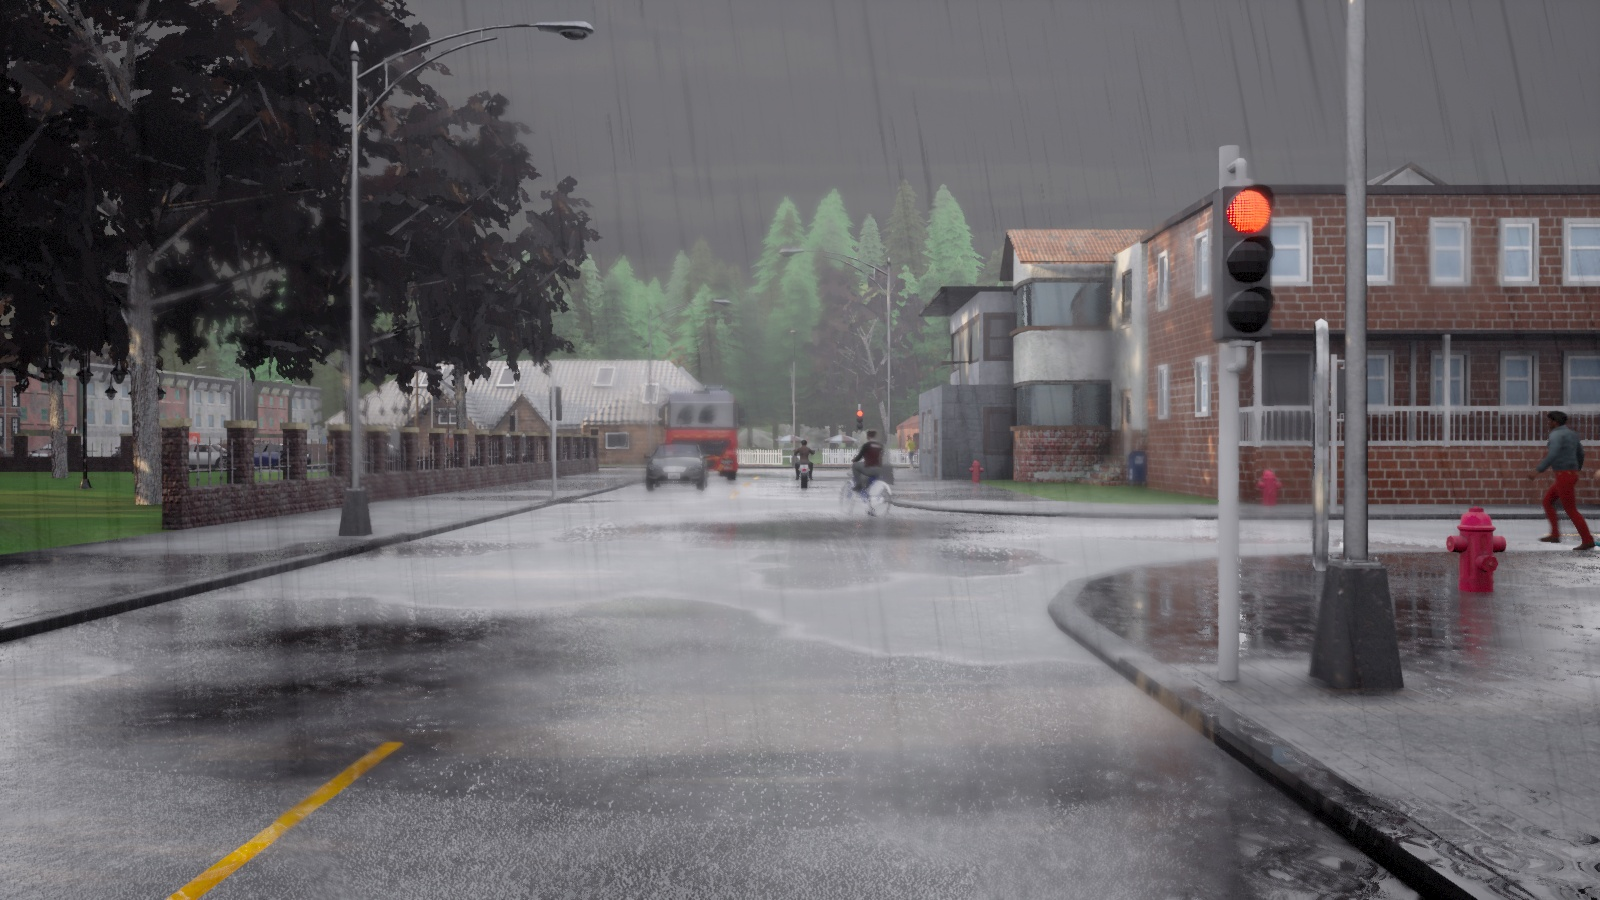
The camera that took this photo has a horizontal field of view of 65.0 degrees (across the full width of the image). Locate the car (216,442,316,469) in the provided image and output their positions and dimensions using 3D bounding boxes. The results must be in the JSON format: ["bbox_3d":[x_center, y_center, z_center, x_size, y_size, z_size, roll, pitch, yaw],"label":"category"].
[{"bbox_3d":[-30.423,0.317,71.664,4.792,1.488,2.163,0,0,0],"label":"car"}]

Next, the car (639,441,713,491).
[{"bbox_3d":[-3.947,0.470,40.708,2.128,1.511,4.902,0,0,-3],"label":"car"}]

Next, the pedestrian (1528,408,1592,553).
[{"bbox_3d":[9.900,0.387,16.357,0.353,1.847,0.614,0,0,-36],"label":"pedestrian"}]

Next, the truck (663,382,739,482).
[{"bbox_3d":[-4.037,-0.718,52.503,2.891,3.827,8.468,0,0,-3],"label":"truck"}]

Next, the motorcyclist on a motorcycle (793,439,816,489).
[{"bbox_3d":[0.142,0.458,42.371,0.766,1.649,2.350,0,0,0],"label":"motorcyclist on a motorcycle"}]

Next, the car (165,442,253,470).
[{"bbox_3d":[-31.765,0.305,67.616,3.806,1.475,1.970,0,0,-1],"label":"car"}]

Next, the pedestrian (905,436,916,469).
[{"bbox_3d":[6.127,0.148,69.641,0.354,1.836,0.706,0,0,-24],"label":"pedestrian"}]

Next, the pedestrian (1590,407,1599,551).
[{"bbox_3d":[10.474,0.374,16.064,0.594,1.836,0.345,0,0,29],"label":"pedestrian"}]

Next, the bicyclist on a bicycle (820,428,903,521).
[{"bbox_3d":[1.212,0.476,25.111,0.659,1.776,1.843,3,-1,-31],"label":"bicyclist on a bicycle"}]
